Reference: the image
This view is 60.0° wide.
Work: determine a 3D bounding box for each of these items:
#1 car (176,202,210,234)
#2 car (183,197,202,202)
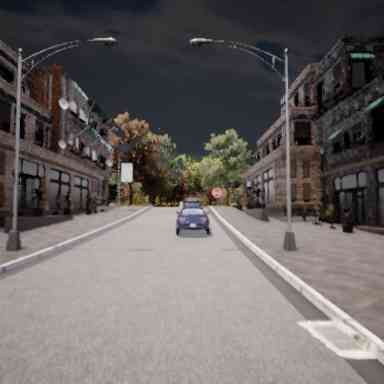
[{"bbox_3d":[0.046,1.526,19.063,1.812,1.442,4.674,0,0,0],"label":"car"},{"bbox_3d":[0.015,1.285,36.107,2.128,1.511,4.902,0,2,0],"label":"car"}]
